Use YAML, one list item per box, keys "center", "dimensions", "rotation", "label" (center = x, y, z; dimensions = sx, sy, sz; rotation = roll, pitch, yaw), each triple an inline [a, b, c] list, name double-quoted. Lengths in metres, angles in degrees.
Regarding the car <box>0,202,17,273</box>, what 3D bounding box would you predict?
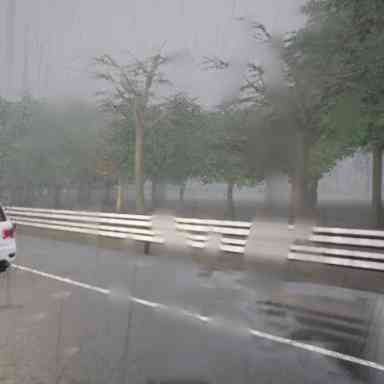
- center: [-7.063, 1.181, 9.274]
  dimensions: [5.566, 2.045, 2.150]
  rotation: [0, 0, 37]
  label: "car"
